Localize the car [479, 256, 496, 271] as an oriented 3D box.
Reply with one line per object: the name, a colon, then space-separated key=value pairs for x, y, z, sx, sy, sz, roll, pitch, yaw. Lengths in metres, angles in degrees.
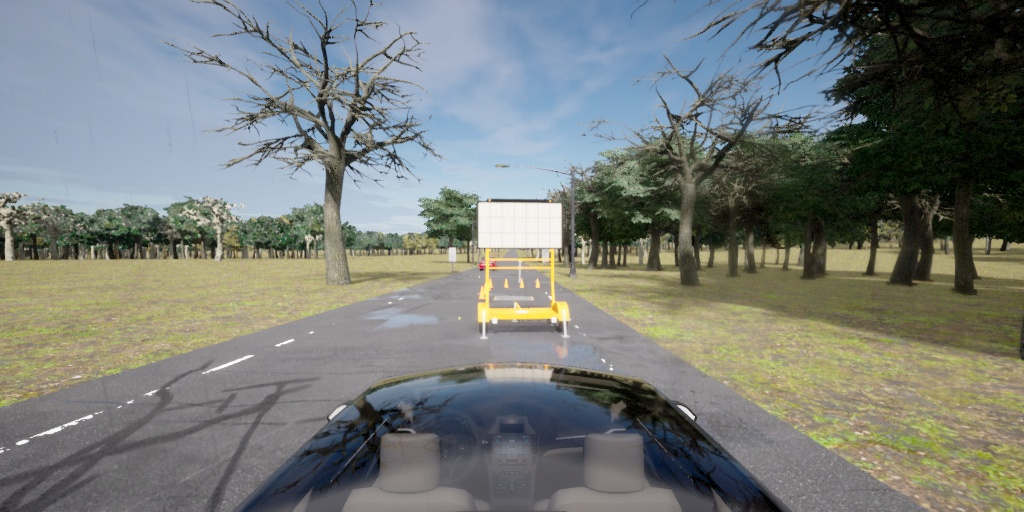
car: x=-3.335 y=1.025 z=49.654 sx=2.150 sy=2.045 sz=5.566 roll=0 pitch=0 yaw=0

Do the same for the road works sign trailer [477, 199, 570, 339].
road works sign trailer: x=0.211 y=0.212 z=10.114 sx=2.380 sy=3.560 sz=2.880 roll=0 pitch=0 yaw=-5
